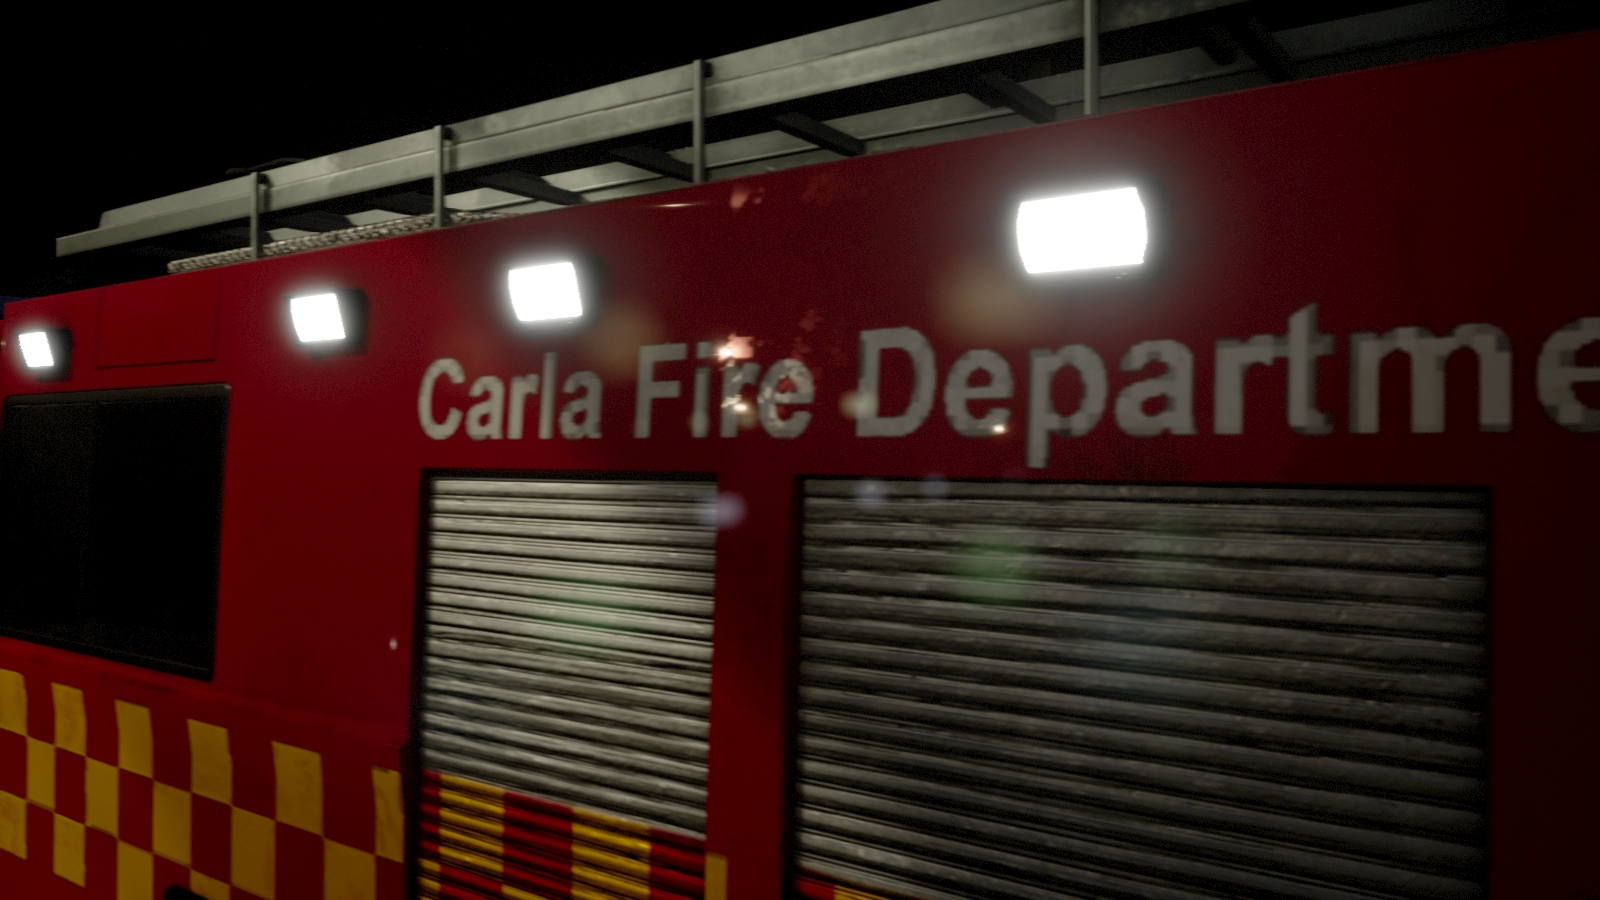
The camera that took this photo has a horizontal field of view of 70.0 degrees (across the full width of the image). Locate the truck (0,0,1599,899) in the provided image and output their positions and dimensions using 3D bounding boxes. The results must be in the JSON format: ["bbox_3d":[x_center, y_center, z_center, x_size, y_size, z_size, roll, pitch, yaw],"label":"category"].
[{"bbox_3d":[-1.111,0.892,4.244,8.468,3.827,2.891,0,0,35],"label":"truck"}]
